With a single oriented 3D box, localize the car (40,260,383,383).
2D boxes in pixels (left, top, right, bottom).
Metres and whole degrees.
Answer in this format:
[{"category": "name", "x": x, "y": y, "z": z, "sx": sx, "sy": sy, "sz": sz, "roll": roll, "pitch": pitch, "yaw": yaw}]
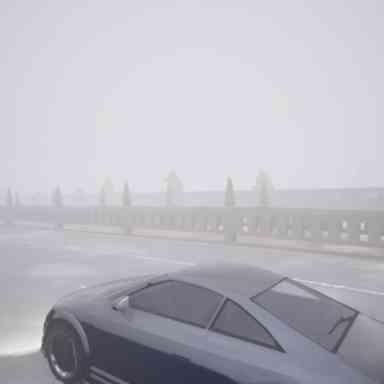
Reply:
[{"category": "car", "x": 0.084, "y": 1.547, "z": 3.932, "sx": 4.181, "sy": 1.385, "sz": 1.994, "roll": 0, "pitch": 0, "yaw": 36}]
